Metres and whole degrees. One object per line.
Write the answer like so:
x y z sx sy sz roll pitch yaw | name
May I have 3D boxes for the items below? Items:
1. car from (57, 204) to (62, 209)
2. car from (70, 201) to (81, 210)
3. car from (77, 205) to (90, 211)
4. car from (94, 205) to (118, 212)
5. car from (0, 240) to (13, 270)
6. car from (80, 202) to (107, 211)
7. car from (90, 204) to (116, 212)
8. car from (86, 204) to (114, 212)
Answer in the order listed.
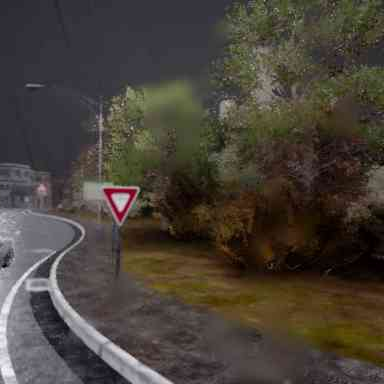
-27.649 3.293 72.198 1.882 1.535 5.008 1 -4 -3 | car
-24.400 3.107 72.389 2.150 2.045 5.566 1 -4 -3 | car
-28.332 4.258 87.182 1.882 1.535 5.008 1 -4 -3 | car
-18.874 3.648 73.238 4.792 1.488 2.163 1 -4 -3 | car
-6.438 1.847 9.440 1.895 1.301 4.718 2 -1 -20 | car
-18.533 3.049 65.007 4.892 1.521 2.231 1 -4 -3 | car
-18.771 3.430 70.497 4.892 1.521 2.231 1 -4 -3 | car
-18.658 3.240 67.753 5.008 1.535 2.097 1 -4 -3 | car
